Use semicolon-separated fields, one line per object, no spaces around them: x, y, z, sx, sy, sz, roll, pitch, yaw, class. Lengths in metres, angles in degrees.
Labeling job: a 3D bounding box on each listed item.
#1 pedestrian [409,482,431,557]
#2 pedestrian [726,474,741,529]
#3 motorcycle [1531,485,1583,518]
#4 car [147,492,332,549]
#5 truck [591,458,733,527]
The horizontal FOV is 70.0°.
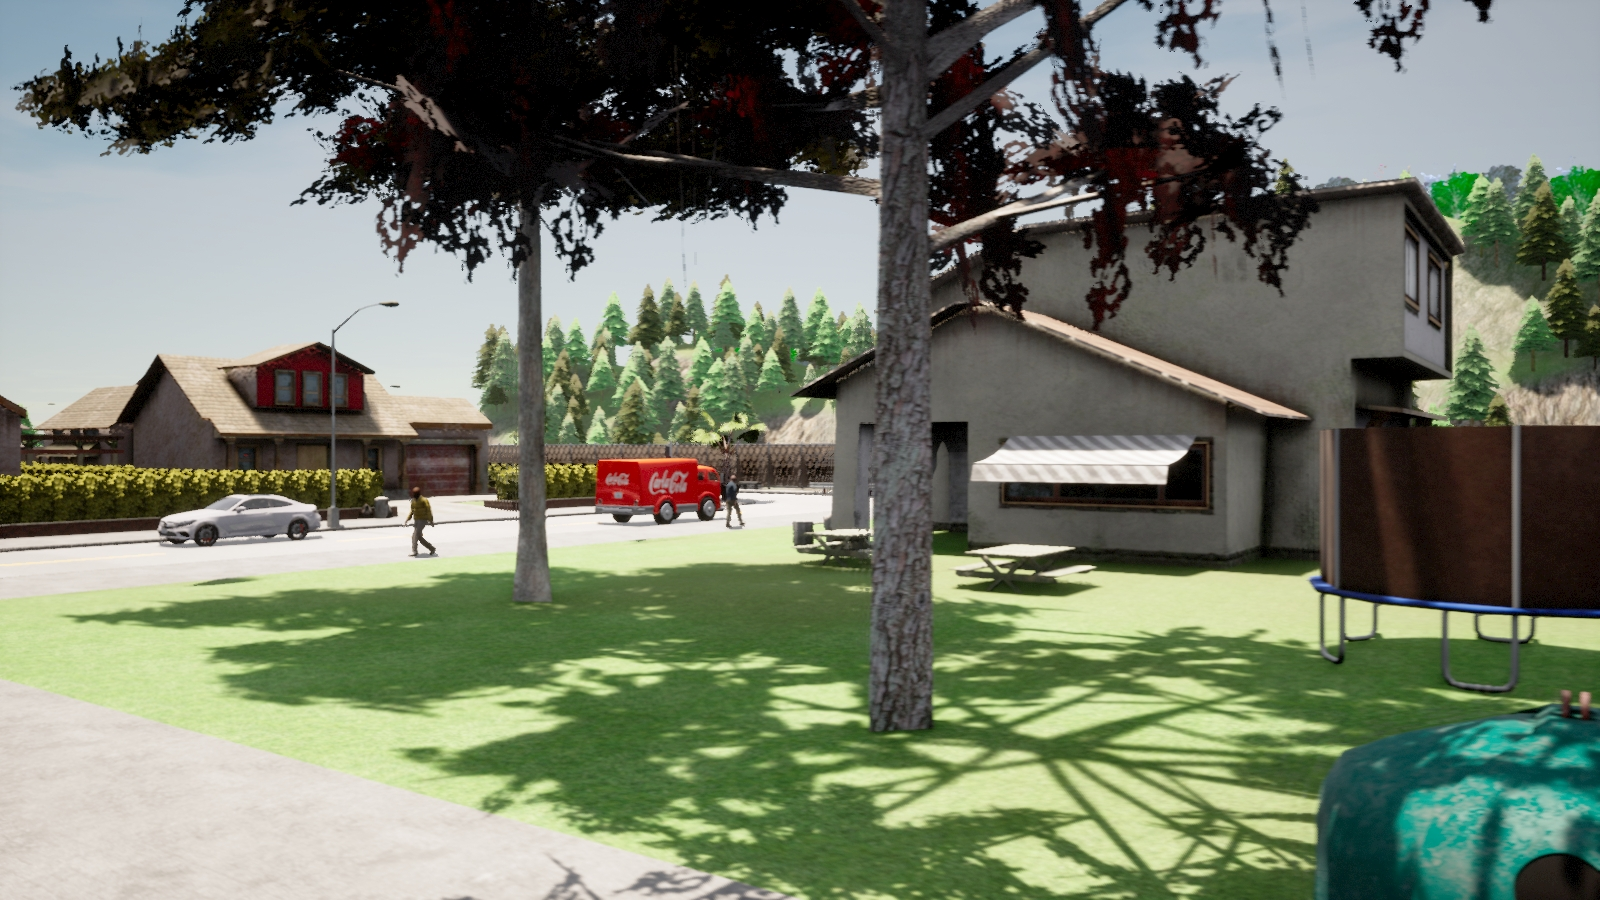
-9.549;1.742;28.728;0.375;1.860;0.375;0;0;35;pedestrian
-2.280;1.744;39.155;0.375;1.860;0.375;0;0;42;pedestrian
31.560;2.142;47.639;1.805;1.316;0.856;0;0;35;motorcycle
-16.981;2.081;34.824;2.002;1.442;4.674;0;0;35;car
-5.269;1.567;44.308;2.627;2.467;5.204;0;0;35;truck
